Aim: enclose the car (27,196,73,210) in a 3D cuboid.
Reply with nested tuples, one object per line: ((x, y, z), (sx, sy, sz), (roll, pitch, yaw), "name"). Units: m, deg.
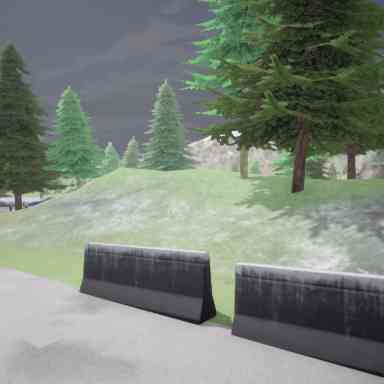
((-18.462, 1.374, 42.803), (5.008, 1.535, 1.882), (0, 0, -42), "car")

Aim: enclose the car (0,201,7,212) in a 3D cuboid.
((-21.870, 1.398, 34.400), (2.128, 1.511, 4.902), (0, 0, 42), "car")
